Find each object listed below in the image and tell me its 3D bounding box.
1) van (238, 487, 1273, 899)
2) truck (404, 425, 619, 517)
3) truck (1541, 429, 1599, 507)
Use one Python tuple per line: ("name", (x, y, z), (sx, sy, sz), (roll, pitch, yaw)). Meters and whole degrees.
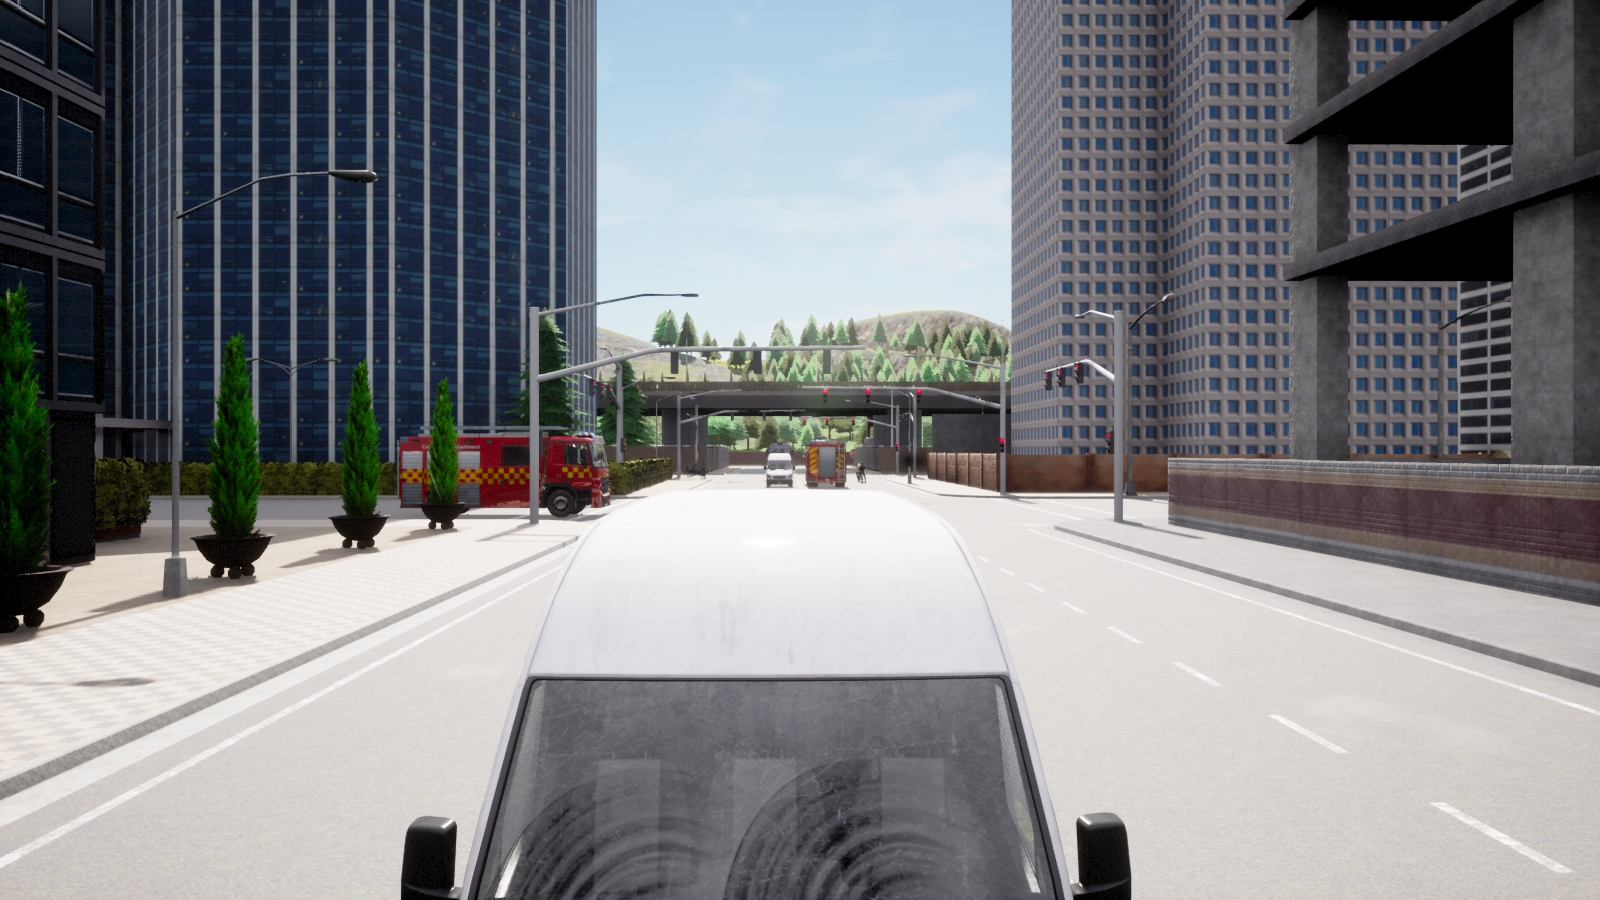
("van", (-0.128, 1.535, 5.152), (1.988, 2.561, 5.915), (0, 0, -1))
("truck", (-12.239, 0.890, 48.946), (8.468, 3.827, 2.891), (0, 0, 0))
("truck", (42.270, 0.890, 57.240), (8.468, 3.827, 2.891), (0, 0, 0))
